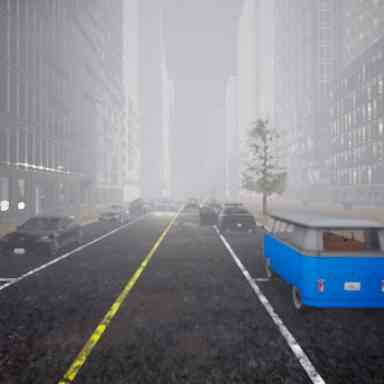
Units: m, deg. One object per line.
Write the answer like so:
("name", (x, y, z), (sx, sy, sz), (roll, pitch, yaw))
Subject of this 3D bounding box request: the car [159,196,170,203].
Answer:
("car", (-5.681, 1.640, 70.039), (1.887, 1.381, 4.507), (0, 0, 0))

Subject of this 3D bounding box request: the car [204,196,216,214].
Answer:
("car", (2.698, 1.604, 41.572), (2.008, 1.369, 4.403), (0, 0, 0))

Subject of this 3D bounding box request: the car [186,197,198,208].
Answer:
("car", (0.004, 1.574, 51.699), (1.837, 1.490, 4.892), (0, 0, 0))

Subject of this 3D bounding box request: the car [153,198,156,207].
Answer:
("car", (-5.682, 1.613, 47.283), (2.008, 1.369, 4.403), (0, 0, 0))

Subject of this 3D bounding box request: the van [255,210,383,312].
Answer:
("van", (2.698, 1.350, 7.439), (1.690, 1.788, 3.998), (0, 0, 0))

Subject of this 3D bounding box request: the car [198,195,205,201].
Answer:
("car", (2.701, 1.660, 92.942), (1.752, 1.417, 4.829), (0, 0, 0))

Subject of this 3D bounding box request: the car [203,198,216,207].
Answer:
("car", (2.699, 1.614, 52.949), (1.887, 1.381, 4.507), (0, 0, 0))

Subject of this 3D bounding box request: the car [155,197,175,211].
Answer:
("car", (-3.088, 1.654, 41.207), (1.895, 1.301, 4.718), (0, 0, 0))

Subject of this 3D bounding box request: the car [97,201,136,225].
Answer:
("car", (-5.683, 1.582, 24.526), (2.008, 1.369, 4.403), (0, 0, 0))

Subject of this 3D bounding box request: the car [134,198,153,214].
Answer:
("car", (-5.682, 1.486, 35.905), (1.967, 1.590, 4.097), (0, 0, 0))

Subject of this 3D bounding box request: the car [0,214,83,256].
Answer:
("car", (-5.684, 1.582, 13.148), (1.947, 1.339, 4.313), (0, 0, 0))

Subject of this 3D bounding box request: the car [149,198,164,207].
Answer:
("car", (-5.682, 1.615, 52.972), (1.887, 1.381, 4.507), (0, 0, 0))

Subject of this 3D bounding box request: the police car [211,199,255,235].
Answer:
("police car", (2.367, 1.449, 19.183), (1.930, 1.638, 5.238), (0, 0, 0))

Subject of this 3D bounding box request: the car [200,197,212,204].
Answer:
("car", (2.699, 1.637, 64.327), (2.008, 1.369, 4.403), (0, 0, 0))

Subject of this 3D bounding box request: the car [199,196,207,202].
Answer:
("car", (2.700, 1.681, 81.393), (1.947, 1.339, 4.313), (0, 0, 0))

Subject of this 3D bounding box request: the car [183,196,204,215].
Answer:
("car", (0.023, 1.542, 39.515), (2.128, 1.511, 4.902), (0, 0, 1))
